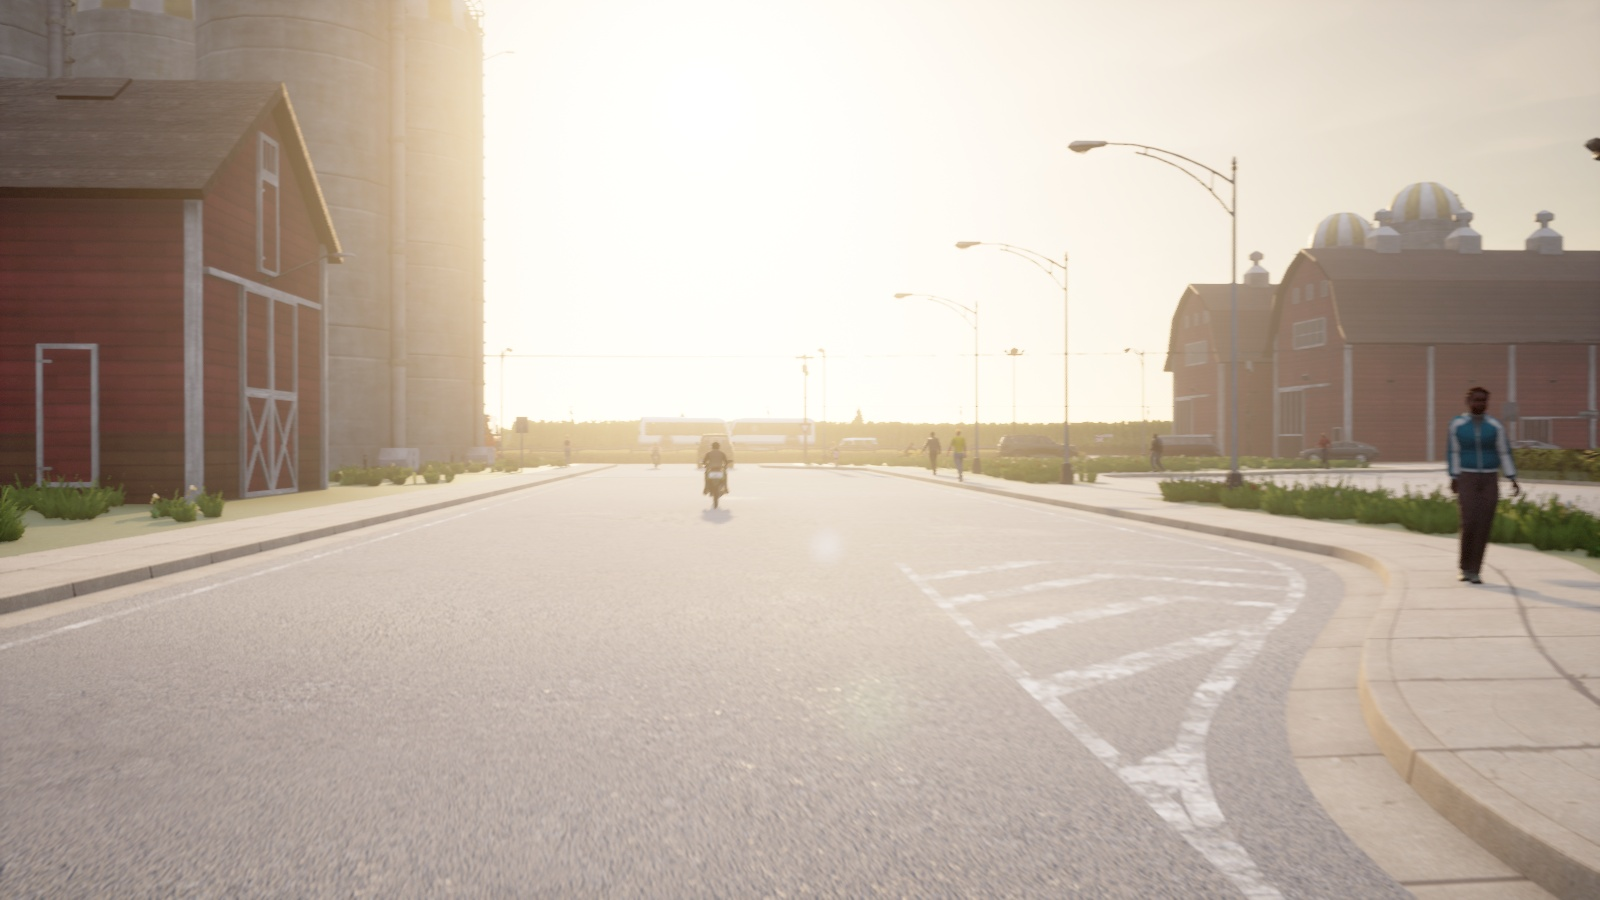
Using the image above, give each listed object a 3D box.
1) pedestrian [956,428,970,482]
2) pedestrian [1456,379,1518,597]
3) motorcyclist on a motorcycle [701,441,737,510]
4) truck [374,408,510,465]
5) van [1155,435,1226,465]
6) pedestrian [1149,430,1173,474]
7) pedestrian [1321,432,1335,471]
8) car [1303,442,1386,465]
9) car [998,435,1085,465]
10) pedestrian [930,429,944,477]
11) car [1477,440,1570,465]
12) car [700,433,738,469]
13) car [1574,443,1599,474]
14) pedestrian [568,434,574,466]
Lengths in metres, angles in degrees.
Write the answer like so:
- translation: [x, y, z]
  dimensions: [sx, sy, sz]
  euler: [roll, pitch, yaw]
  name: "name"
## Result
- translation: [5.528, 0.159, 42.668]
  dimensions: [0.354, 1.836, 0.706]
  euler: [0, 0, -4]
  name: "pedestrian"
- translation: [6.293, 0.336, 11.521]
  dimensions: [0.396, 1.930, 0.692]
  euler: [0, 0, 20]
  name: "pedestrian"
- translation: [-1.856, 0.565, 28.854]
  dimensions: [0.797, 1.523, 2.044]
  euler: [0, 0, -4]
  name: "motorcyclist on a motorcycle"
- translation: [-24.233, -0.899, 85.285]
  dimensions: [8.468, 3.827, 2.891]
  euler: [0, 0, -3]
  name: "truck"
- translation: [26.647, -0.015, 85.658]
  dimensions: [4.442, 1.987, 1.775]
  euler: [0, 0, 25]
  name: "van"
- translation: [15.462, 0.095, 53.847]
  dimensions: [0.849, 1.883, 0.563]
  euler: [0, 0, -32]
  name: "pedestrian"
- translation: [25.294, 0.058, 60.143]
  dimensions: [0.636, 1.846, 0.331]
  euler: [0, 0, -33]
  name: "pedestrian"
- translation: [36.272, 0.214, 83.651]
  dimensions: [4.892, 1.490, 1.837]
  euler: [0, 0, 31]
  name: "car"
- translation: [16.771, -0.031, 87.347]
  dimensions: [5.566, 2.045, 2.150]
  euler: [0, 0, -2]
  name: "car"
- translation: [5.591, 0.111, 51.145]
  dimensions: [0.423, 1.949, 0.788]
  euler: [0, 0, -5]
  name: "pedestrian"
- translation: [45.266, 0.155, 78.725]
  dimensions: [4.902, 1.511, 2.128]
  euler: [0, 0, 25]
  name: "car"
- translation: [-4.828, 0.042, 74.742]
  dimensions: [2.150, 2.045, 5.566]
  euler: [0, 0, -4]
  name: "car"
- translation: [39.738, 0.401, 60.192]
  dimensions: [2.163, 1.488, 4.792]
  euler: [0, 0, -3]
  name: "car"
- translation: [-12.880, 0.003, 70.588]
  dimensions: [0.345, 1.836, 0.594]
  euler: [0, 0, -12]
  name: "pedestrian"
